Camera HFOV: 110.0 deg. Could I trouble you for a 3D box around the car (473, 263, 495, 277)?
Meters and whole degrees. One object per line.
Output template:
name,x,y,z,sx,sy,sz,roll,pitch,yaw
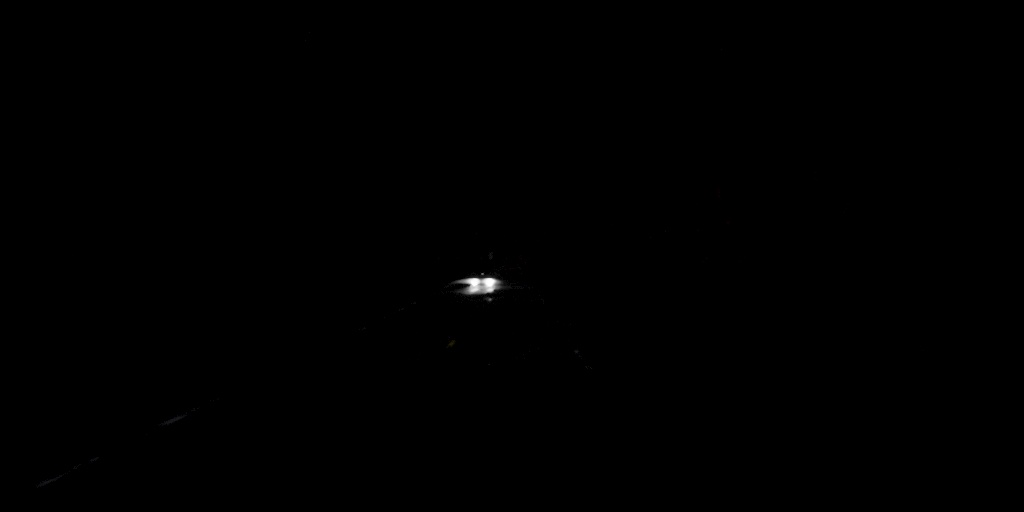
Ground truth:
car,-2.762,1.373,35.720,1.895,1.301,4.718,0,0,0

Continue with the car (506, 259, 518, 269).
car,-0.017,1.337,56.013,2.033,1.411,5.357,0,0,0
